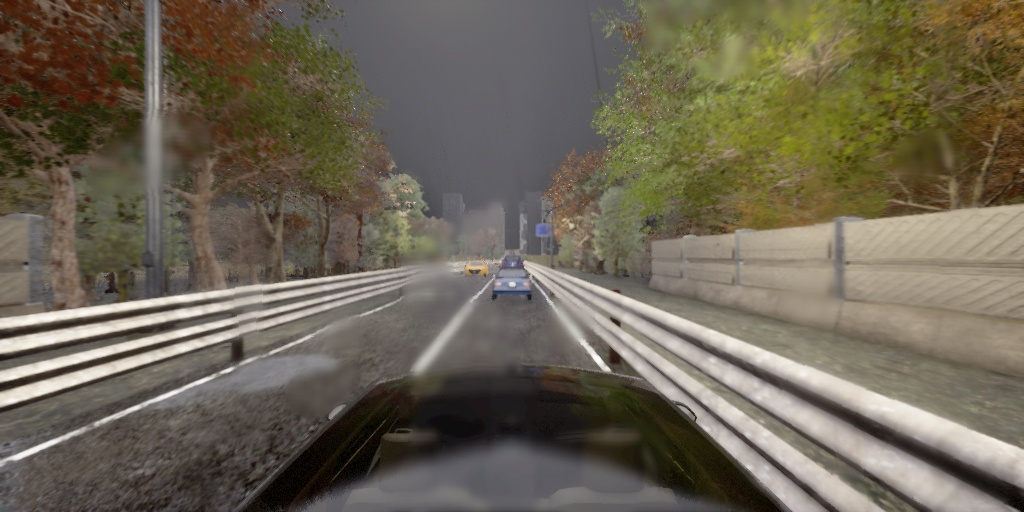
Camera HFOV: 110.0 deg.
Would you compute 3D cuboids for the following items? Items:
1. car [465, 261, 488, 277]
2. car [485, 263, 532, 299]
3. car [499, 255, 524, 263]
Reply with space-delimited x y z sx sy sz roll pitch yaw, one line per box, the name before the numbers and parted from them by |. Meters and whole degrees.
car | -3.327 1.181 34.458 1.882 1.535 5.008 0 0 0
car | 0.018 1.222 17.478 2.033 1.411 5.357 0 0 0
car | 0.088 0.935 37.107 2.150 2.045 5.566 0 0 0
